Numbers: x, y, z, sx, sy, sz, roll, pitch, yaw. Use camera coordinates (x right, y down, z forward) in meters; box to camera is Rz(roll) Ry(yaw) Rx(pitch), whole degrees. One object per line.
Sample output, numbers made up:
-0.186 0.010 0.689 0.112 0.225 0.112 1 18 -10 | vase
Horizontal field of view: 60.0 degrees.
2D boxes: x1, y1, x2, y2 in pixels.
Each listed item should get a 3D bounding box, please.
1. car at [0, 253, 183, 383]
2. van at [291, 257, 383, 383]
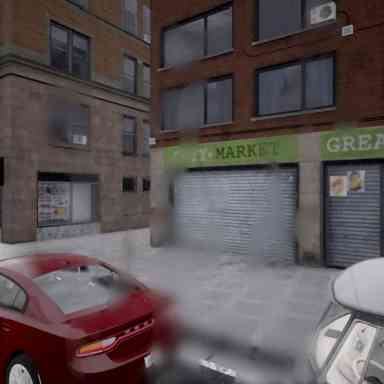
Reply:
-2.211 1.544 4.653 4.507 1.381 1.887 0 0 35 | car
2.398 1.341 1.367 3.998 1.788 1.690 0 0 35 | van
